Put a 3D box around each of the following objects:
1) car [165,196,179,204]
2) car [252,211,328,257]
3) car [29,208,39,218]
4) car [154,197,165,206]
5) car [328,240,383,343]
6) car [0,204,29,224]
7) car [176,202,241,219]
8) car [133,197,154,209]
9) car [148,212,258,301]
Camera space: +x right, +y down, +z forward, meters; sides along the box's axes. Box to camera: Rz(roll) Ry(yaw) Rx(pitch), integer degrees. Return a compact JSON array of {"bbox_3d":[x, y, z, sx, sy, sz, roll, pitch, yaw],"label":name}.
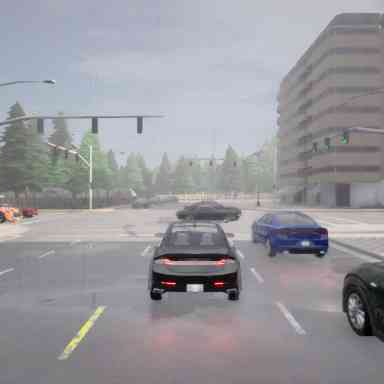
[{"bbox_3d":[-4.216,1.505,66.285,1.837,1.490,4.892,0,0,20],"label":"car"},{"bbox_3d":[3.586,1.478,12.980,1.882,1.535,5.008,0,0,0],"label":"car"},{"bbox_3d":[-15.615,1.656,28.170,4.718,1.301,1.895,0,0,0],"label":"car"},{"bbox_3d":[-6.361,1.525,56.316,1.812,1.442,4.674,0,0,8],"label":"car"},{"bbox_3d":[3.600,1.352,3.829,2.097,1.767,4.553,0,0,0],"label":"car"},{"bbox_3d":[-15.094,1.406,24.671,4.553,1.767,2.097,0,0,0],"label":"car"},{"bbox_3d":[1.197,1.613,24.766,4.718,1.301,1.895,0,0,0],"label":"car"},{"bbox_3d":[-6.979,1.525,46.413,1.812,1.442,4.674,0,0,2],"label":"car"},{"bbox_3d":[0.068,1.492,8.335,2.128,1.511,4.902,0,0,0],"label":"car"}]
